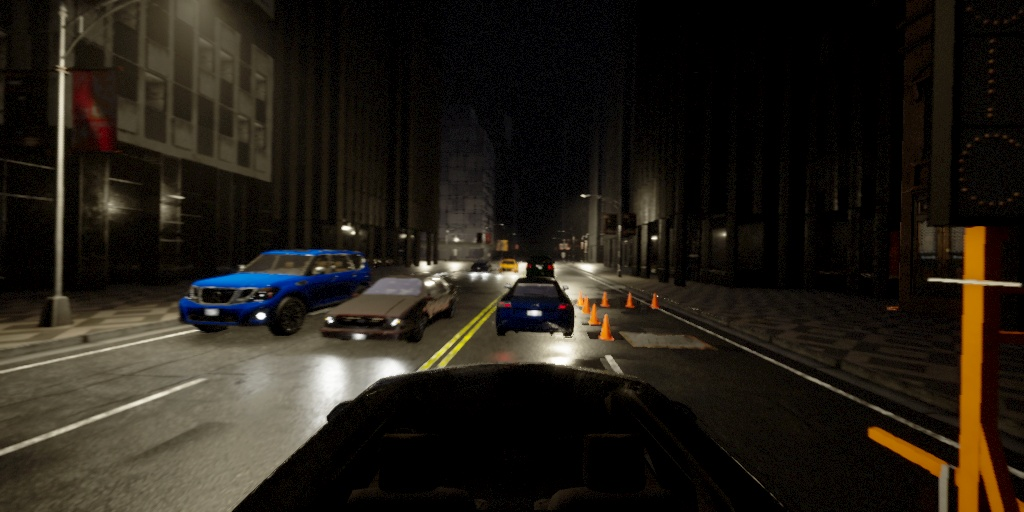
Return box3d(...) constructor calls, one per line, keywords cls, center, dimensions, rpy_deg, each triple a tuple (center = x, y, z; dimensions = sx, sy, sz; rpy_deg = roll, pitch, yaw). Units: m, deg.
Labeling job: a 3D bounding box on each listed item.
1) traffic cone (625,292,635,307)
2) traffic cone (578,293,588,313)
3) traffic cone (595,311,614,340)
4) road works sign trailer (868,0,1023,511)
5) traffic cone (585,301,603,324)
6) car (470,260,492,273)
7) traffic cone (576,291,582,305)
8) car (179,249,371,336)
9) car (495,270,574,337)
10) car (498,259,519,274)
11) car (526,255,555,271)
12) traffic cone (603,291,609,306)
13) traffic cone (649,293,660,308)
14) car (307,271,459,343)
box3d(cls="traffic cone", center=(4.825, 1.776, 14.688), dimensions=(0.340, 0.580, 0.340), rpy_deg=(0, 0, 5))
box3d(cls="traffic cone", center=(2.664, 1.734, 12.865), dimensions=(0.340, 0.580, 0.340), rpy_deg=(0, 0, 5))
box3d(cls="traffic cone", center=(2.325, 1.737, 8.879), dimensions=(0.340, 0.580, 0.340), rpy_deg=(0, 0, 5))
box3d(cls="road works sign trailer", center=(3.109, 0.282, 1.788), dimensions=(2.380, 3.560, 2.880), rpy_deg=(0, 0, 5))
box3d(cls="traffic cone", center=(2.495, 1.736, 10.872), dimensions=(0.340, 0.580, 0.340), rpy_deg=(0, 0, 5))
box3d(cls="car", center=(-3.441, 1.140, 40.804), dimensions=(1.994, 1.385, 4.181), rpy_deg=(1, 0, 5))
box3d(cls="traffic cone", center=(2.833, 1.733, 14.858), dimensions=(0.340, 0.580, 0.340), rpy_deg=(0, 0, 5))
box3d(cls="car", center=(-6.035, 0.819, 10.238), dimensions=(2.150, 2.045, 5.566), rpy_deg=(1, 0, 5))
box3d(cls="car", center=(0.694, 1.307, 10.382), dimensions=(1.994, 1.385, 4.181), rpy_deg=(1, 0, 5))
box3d(cls="car", center=(-0.350, 1.125, 38.816), dimensions=(1.882, 1.535, 5.008), rpy_deg=(1, 1, 5))
box3d(cls="car", center=(2.262, 0.951, 28.740), dimensions=(2.150, 2.045, 5.566), rpy_deg=(1, 0, 5))
box3d(cls="traffic cone", center=(3.829, 1.755, 14.773), dimensions=(0.340, 0.580, 0.340), rpy_deg=(0, 0, 5))
box3d(cls="traffic cone", center=(5.822, 1.798, 14.604), dimensions=(0.340, 0.580, 0.340), rpy_deg=(0, 0, 5))
box3d(cls="car", center=(-2.820, 1.216, 9.779), dimensions=(2.033, 1.411, 5.357), rpy_deg=(1, 0, 5))
